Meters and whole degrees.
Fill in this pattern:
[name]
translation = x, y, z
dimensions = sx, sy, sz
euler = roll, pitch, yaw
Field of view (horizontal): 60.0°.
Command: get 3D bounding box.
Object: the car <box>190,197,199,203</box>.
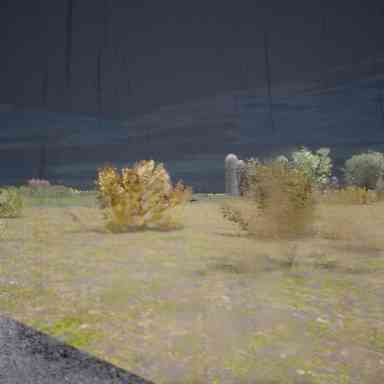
[car]
translation = -0.483, 1.710, 72.852
dimensions = 1.895, 1.301, 4.718
euler = -1, -1, 36
